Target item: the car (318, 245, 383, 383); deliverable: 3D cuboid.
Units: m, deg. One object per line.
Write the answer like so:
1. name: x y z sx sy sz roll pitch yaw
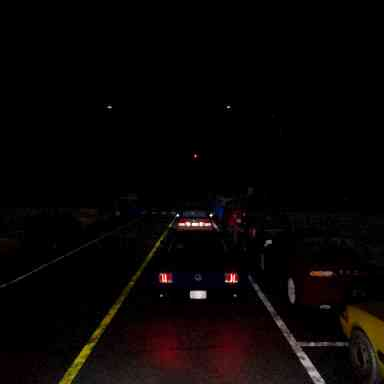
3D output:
1. car: 2.765 1.525 2.482 1.752 1.417 4.829 0 0 0

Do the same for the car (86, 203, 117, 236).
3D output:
1. car: -5.727 1.527 18.473 1.752 1.417 4.829 0 0 0

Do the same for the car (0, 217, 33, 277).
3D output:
1. car: -5.750 1.525 7.598 1.752 1.417 4.829 0 0 0

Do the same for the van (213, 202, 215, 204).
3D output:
1. van: 2.822 1.346 29.500 1.690 1.788 3.998 0 0 0

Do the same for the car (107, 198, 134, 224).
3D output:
1. car: -5.715 1.443 24.080 1.967 1.590 4.097 0 0 0

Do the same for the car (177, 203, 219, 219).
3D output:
1. car: 0.134 1.549 17.930 2.033 1.411 5.357 0 0 0

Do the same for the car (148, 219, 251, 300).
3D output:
1. car: 0.118 1.601 8.340 1.895 1.301 4.718 0 0 0

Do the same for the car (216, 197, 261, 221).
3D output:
1. car: 2.799 1.317 18.625 2.192 1.841 5.009 0 0 0

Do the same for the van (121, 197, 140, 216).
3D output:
1. van: -5.704 1.346 29.518 1.690 1.788 3.998 0 0 0

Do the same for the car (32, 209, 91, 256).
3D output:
1. car: -5.738 1.567 13.205 1.947 1.339 4.313 0 0 0

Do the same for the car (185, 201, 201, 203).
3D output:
1. car: 0.055 1.482 27.758 1.882 1.535 5.008 0 0 0

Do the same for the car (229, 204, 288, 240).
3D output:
1. car: 2.787 1.441 13.187 1.967 1.590 4.097 0 0 0

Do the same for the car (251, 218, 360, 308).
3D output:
1. car: 2.776 1.545 7.750 1.887 1.381 4.507 0 0 0
